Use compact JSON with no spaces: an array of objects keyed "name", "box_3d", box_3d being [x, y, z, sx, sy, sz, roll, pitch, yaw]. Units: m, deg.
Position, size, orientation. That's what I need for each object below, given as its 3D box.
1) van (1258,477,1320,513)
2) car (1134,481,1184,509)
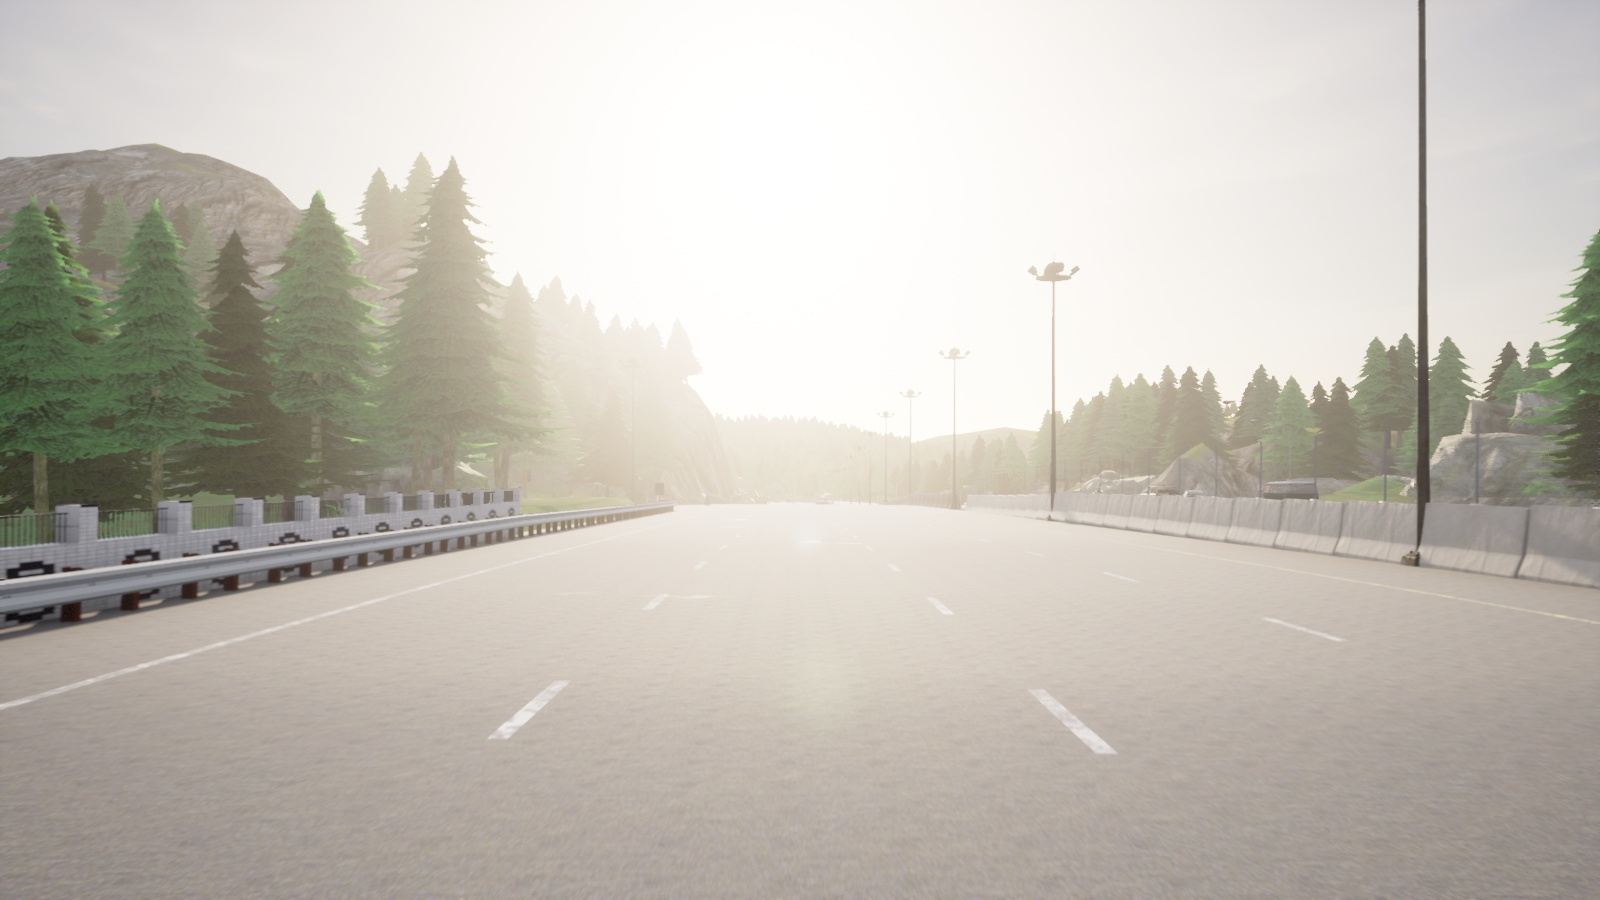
[{"name":"van","box_3d":[27.799,2.541,71.513,1.775,1.987,4.442,0,-2,0]},{"name":"car","box_3d":[24.223,3.050,84.900,1.932,1.855,4.605,0,-2,-1]}]
